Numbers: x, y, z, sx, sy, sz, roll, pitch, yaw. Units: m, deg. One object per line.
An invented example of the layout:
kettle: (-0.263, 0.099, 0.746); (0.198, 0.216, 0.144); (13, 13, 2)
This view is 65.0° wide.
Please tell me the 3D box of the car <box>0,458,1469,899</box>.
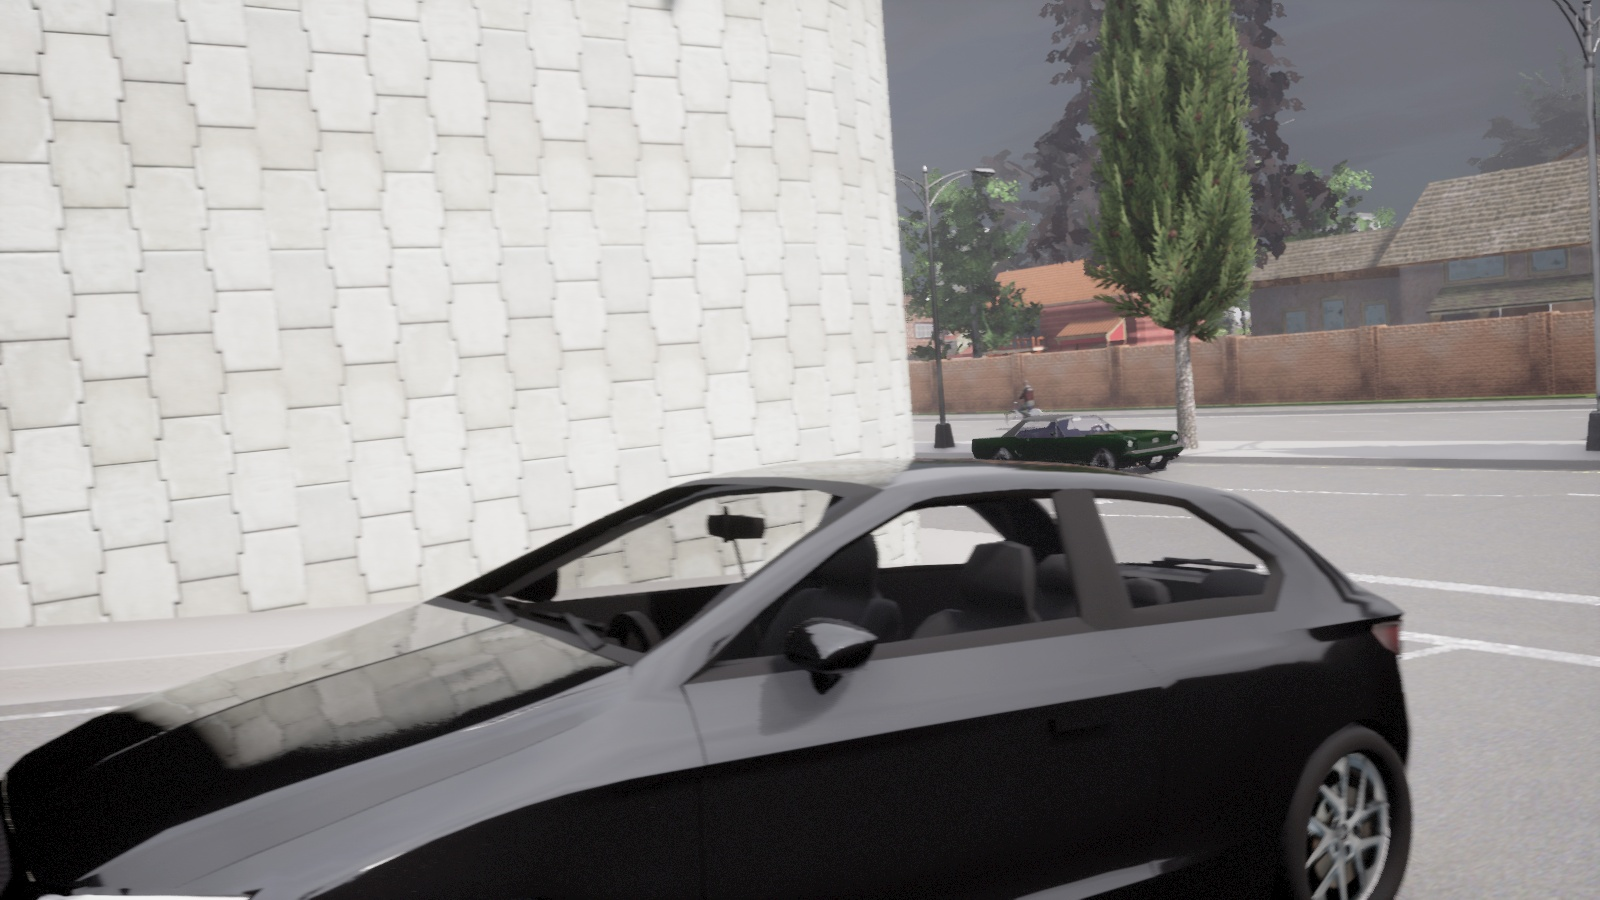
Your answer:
car: (-0.097, 0.769, 3.572); (4.193, 1.474, 1.816); (0, 0, -35)

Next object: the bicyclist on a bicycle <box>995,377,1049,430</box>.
bicyclist on a bicycle: (7.867, -1.627, 44.557); (0.659, 1.776, 1.843); (-7, 5, -36)

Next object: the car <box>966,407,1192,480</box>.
car: (6.025, -0.159, 27.684); (1.895, 1.301, 4.718); (-7, 5, -36)
